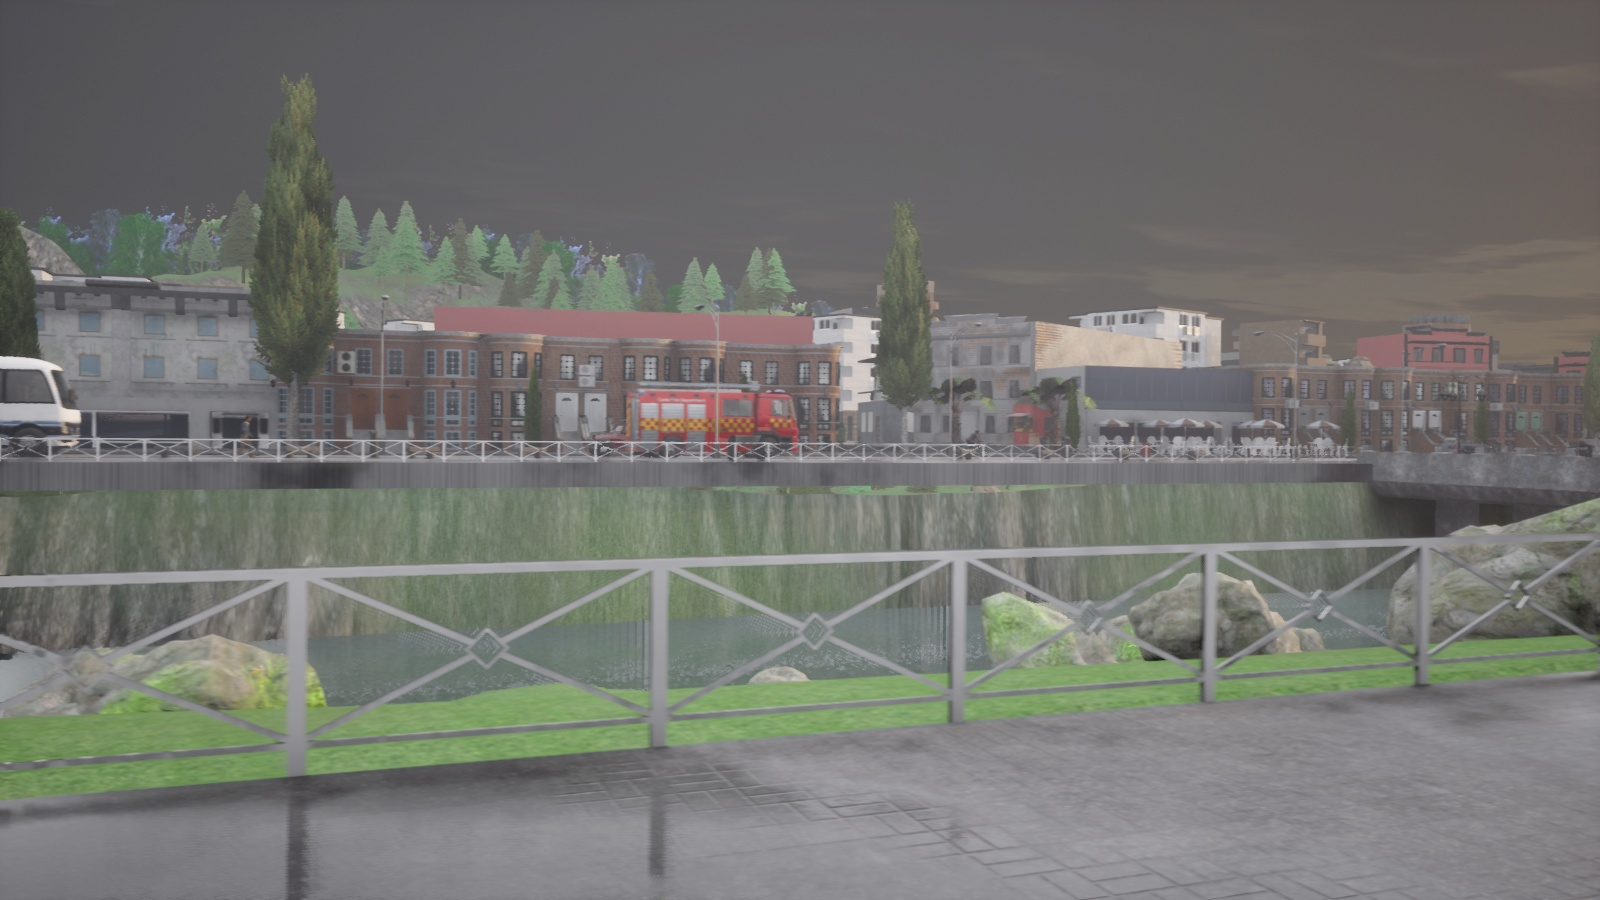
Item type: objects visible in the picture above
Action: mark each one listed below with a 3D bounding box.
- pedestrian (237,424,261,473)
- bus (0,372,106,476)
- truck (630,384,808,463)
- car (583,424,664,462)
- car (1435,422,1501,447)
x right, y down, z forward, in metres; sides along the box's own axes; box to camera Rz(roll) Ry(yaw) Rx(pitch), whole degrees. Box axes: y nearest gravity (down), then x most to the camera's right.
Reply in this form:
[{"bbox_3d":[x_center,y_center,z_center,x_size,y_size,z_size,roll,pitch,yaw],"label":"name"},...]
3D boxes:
[{"bbox_3d":[-21.996,-0.070,50.108,0.788,1.949,0.423,-1,1,-16],"label":"pedestrian"},{"bbox_3d":[-34.984,-1.049,52.142,10.273,4.253,3.944,-1,1,-21],"label":"bus"},{"bbox_3d":[-4.109,-1.362,63.879,8.468,3.827,2.891,-1,1,-21],"label":"truck"},{"bbox_3d":[-9.291,-0.383,66.199,3.866,1.878,1.905,-1,1,-21],"label":"car"},{"bbox_3d":[43.641,-1.030,82.042,3.705,1.549,1.789,-1,1,-21],"label":"car"}]
